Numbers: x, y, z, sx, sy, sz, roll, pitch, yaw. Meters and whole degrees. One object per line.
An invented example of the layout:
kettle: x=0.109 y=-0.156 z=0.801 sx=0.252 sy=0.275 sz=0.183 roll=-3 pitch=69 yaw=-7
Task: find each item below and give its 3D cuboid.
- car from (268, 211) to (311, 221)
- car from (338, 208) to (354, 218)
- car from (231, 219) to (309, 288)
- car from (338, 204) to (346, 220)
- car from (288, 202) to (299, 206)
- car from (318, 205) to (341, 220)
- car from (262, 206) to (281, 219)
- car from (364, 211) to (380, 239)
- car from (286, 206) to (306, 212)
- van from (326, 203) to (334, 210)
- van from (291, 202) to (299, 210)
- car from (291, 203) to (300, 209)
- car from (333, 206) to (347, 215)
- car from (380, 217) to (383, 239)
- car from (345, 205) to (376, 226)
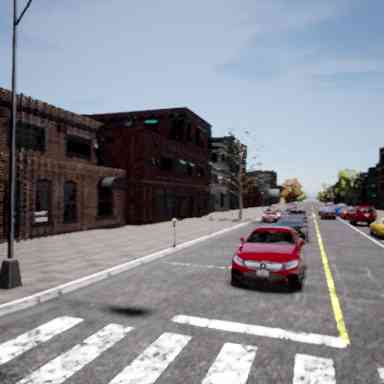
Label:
car: x=5.933 y=2.094 z=19.800 sx=1.994 sy=1.385 sz=4.181 roll=1 pitch=-1 yaw=20
car: x=21.920 y=2.928 z=47.445 sx=1.802 sy=1.307 sz=4.206 roll=0 pitch=-1 yaw=20
car: x=2.566 y=1.814 z=10.437 sx=1.812 sy=1.442 sz=4.674 roll=1 pitch=-1 yaw=20
car: x=20.060 y=2.652 z=42.223 sx=1.967 sy=1.590 sz=4.097 roll=0 pitch=-1 yaw=20
car: x=19.609 y=3.220 z=65.933 sx=2.008 sy=1.369 sz=4.403 roll=0 pitch=-1 yaw=20
car: x=17.325 y=2.713 z=42.230 sx=2.033 sy=1.411 sz=5.357 roll=1 pitch=-1 yaw=20
car: x=8.443 y=2.304 z=34.584 sx=1.967 sy=1.590 sz=4.097 roll=0 pitch=-1 yaw=20
car: x=12.672 y=2.203 z=21.481 sx=1.752 sy=1.417 sz=4.829 roll=0 pitch=-1 yaw=20
car: x=9.398 y=2.285 z=29.515 sx=1.837 sy=1.490 sz=4.892 roll=1 pitch=-1 yaw=19
van: x=34.949 y=3.625 z=84.027 sx=1.690 sy=1.788 sz=3.998 roll=0 pitch=-1 yaw=20
van: x=25.193 y=3.412 z=81.614 sx=1.690 sy=1.788 sz=3.998 roll=0 pitch=-1 yaw=20
car: x=27.054 y=3.645 z=86.837 sx=1.967 sy=1.590 sz=4.097 roll=0 pitch=-1 yaw=20
car: x=25.642 y=3.159 z=57.897 sx=1.887 sy=1.381 sz=4.507 roll=0 pitch=-1 yaw=20
car: x=10.755 y=1.980 z=16.097 sx=1.967 sy=1.590 sz=4.097 roll=0 pitch=-1 yaw=20
car: x=16.338 y=2.258 z=31.776 sx=2.192 sy=1.841 sz=5.009 roll=0 pitch=-1 yaw=20
